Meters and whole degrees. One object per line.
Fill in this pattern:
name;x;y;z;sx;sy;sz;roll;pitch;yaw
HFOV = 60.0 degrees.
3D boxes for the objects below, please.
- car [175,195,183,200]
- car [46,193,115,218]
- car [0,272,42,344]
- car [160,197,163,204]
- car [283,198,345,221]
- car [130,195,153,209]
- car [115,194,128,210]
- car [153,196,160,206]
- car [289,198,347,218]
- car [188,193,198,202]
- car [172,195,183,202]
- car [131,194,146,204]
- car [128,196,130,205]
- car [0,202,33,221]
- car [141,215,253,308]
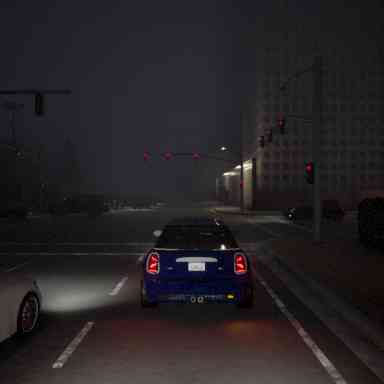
car;-3.298;1.423;83.794;1.895;1.301;4.718;0;0;0
car;-10.343;1.242;30.448;5.566;2.045;2.150;0;0;0
car;-3.430;1.526;3.640;1.812;1.442;4.674;0;0;1
car;-6.882;1.564;65.630;1.994;1.385;4.181;0;0;0
car;9.732;1.408;26.892;4.553;1.767;2.097;0;0;-1
car;-6.973;1.526;46.345;1.812;1.442;4.674;0;0;0
car;-10.484;1.221;44.114;2.150;2.045;5.566;0;0;0
car;-6.947;1.505;55.239;1.837;1.490;4.892;0;0;0
car;11.445;1.408;30.442;4.553;1.767;2.097;0;0;0
car;0.176;1.531;73.123;2.033;1.411;5.357;0;0;0
car;-3.323;1.469;73.542;1.882;1.535;5.008;0;0;0
car;-10.379;1.351;65.099;2.097;1.767;4.553;0;0;1
car;-10.455;1.478;53.885;1.882;1.535;5.008;0;0;0
car;-15.385;1.559;26.950;4.674;1.442;1.812;-1;0;0
car;0.102;1.352;8.070;2.097;1.767;4.553;0;0;0
